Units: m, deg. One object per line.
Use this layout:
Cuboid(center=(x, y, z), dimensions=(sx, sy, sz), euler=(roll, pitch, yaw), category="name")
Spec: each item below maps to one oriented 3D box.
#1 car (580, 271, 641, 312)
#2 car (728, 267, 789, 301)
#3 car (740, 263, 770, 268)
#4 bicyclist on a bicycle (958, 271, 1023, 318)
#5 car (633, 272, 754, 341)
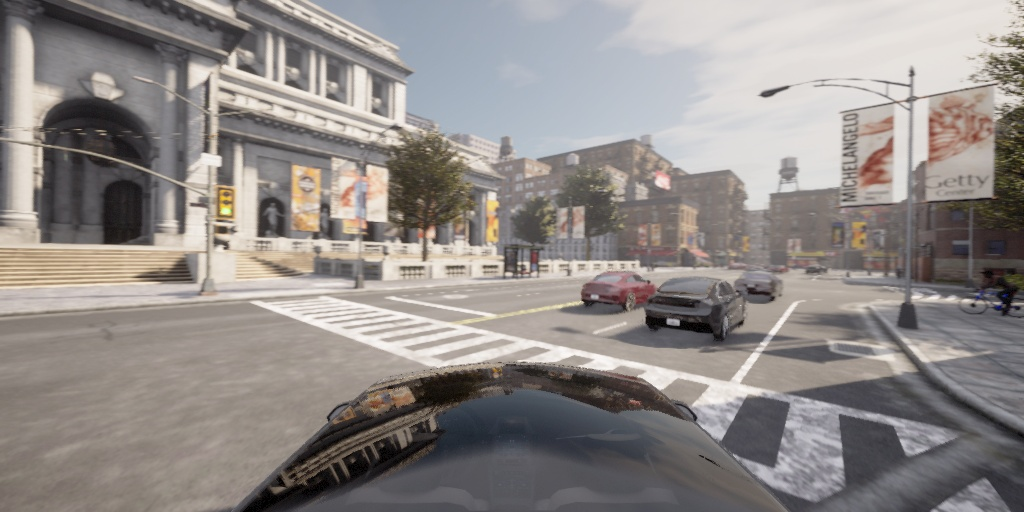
Cuboid(center=(4.533, 1.353, 14.770), dimensions=(1.812, 1.442, 4.674), euler=(1, 0, 41), category="car")
Cuboid(center=(13.338, 1.530, 19.392), dimensions=(2.033, 1.411, 5.357), euler=(1, 0, 41), category="car")
Cuboid(center=(28.353, 1.844, 41.773), dimensions=(1.895, 1.301, 4.718), euler=(1, 0, 41), category="car")
Cuboid(center=(17.270, 1.354, 12.828), dimensions=(1.656, 1.620, 0.582), euler=(1, 0, 41), category="bicyclist on a bicycle")
Cuboid(center=(5.475, 1.352, 10.440), dimensions=(1.837, 1.490, 4.892), euler=(1, 1, 41), category="car")
